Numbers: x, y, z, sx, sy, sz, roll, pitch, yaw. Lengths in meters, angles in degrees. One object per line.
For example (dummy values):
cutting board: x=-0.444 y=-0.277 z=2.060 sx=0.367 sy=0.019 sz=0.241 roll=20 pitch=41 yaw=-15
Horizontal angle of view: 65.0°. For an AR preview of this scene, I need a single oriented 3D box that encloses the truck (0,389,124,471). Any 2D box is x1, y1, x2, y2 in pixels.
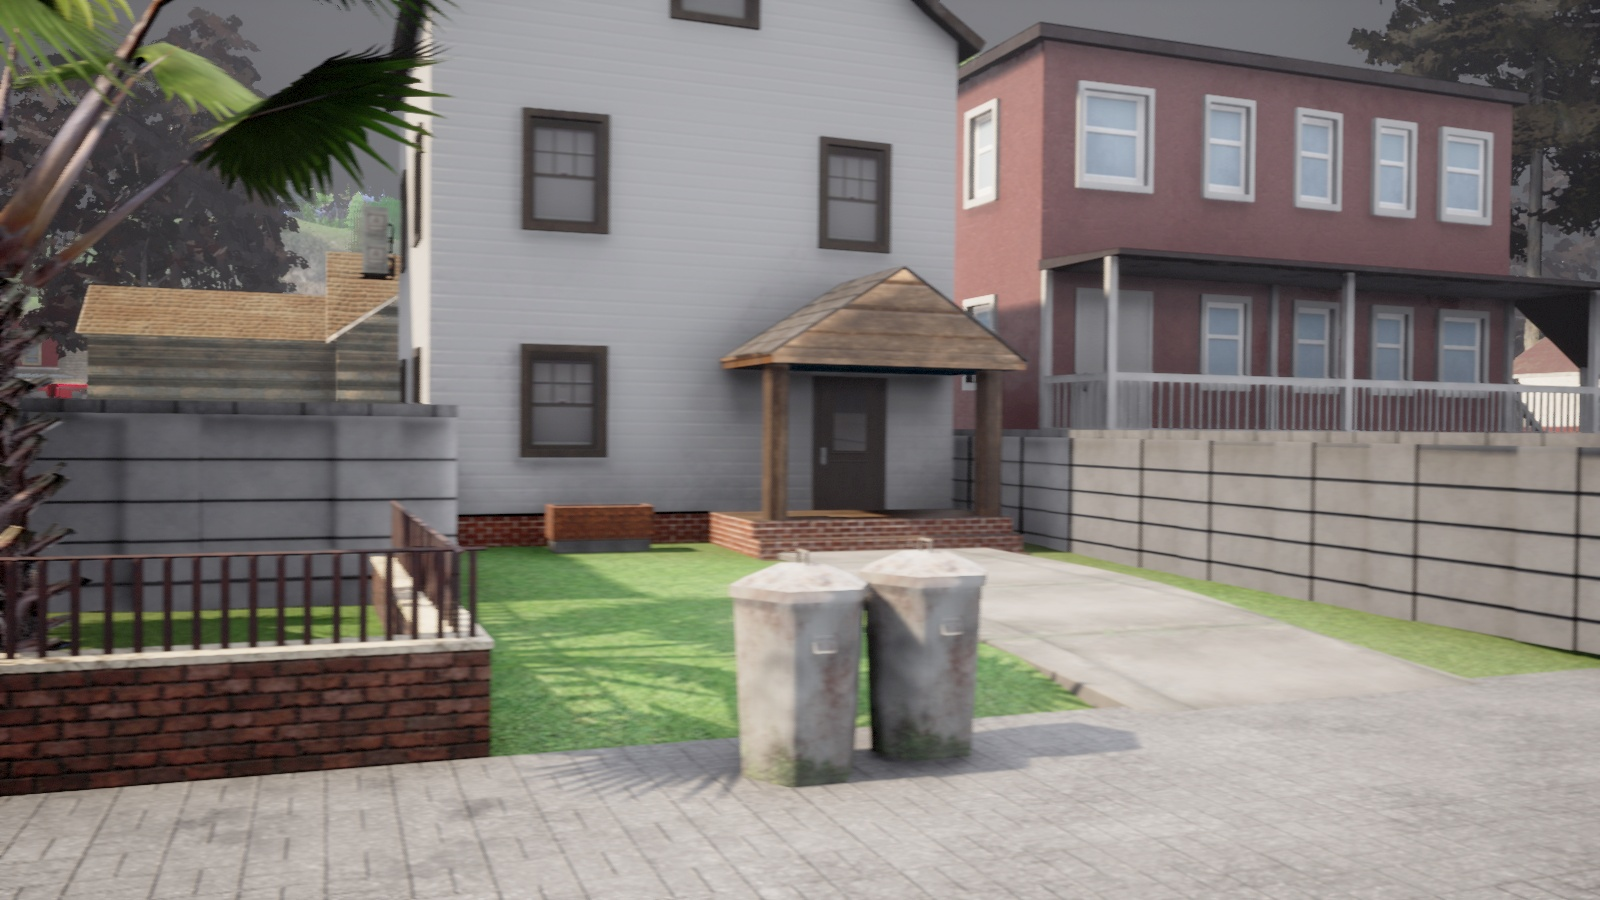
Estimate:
truck: x=-37.437 y=-0.942 z=60.234 sx=8.468 sy=3.827 sz=2.891 roll=-1 pitch=1 yaw=-21
